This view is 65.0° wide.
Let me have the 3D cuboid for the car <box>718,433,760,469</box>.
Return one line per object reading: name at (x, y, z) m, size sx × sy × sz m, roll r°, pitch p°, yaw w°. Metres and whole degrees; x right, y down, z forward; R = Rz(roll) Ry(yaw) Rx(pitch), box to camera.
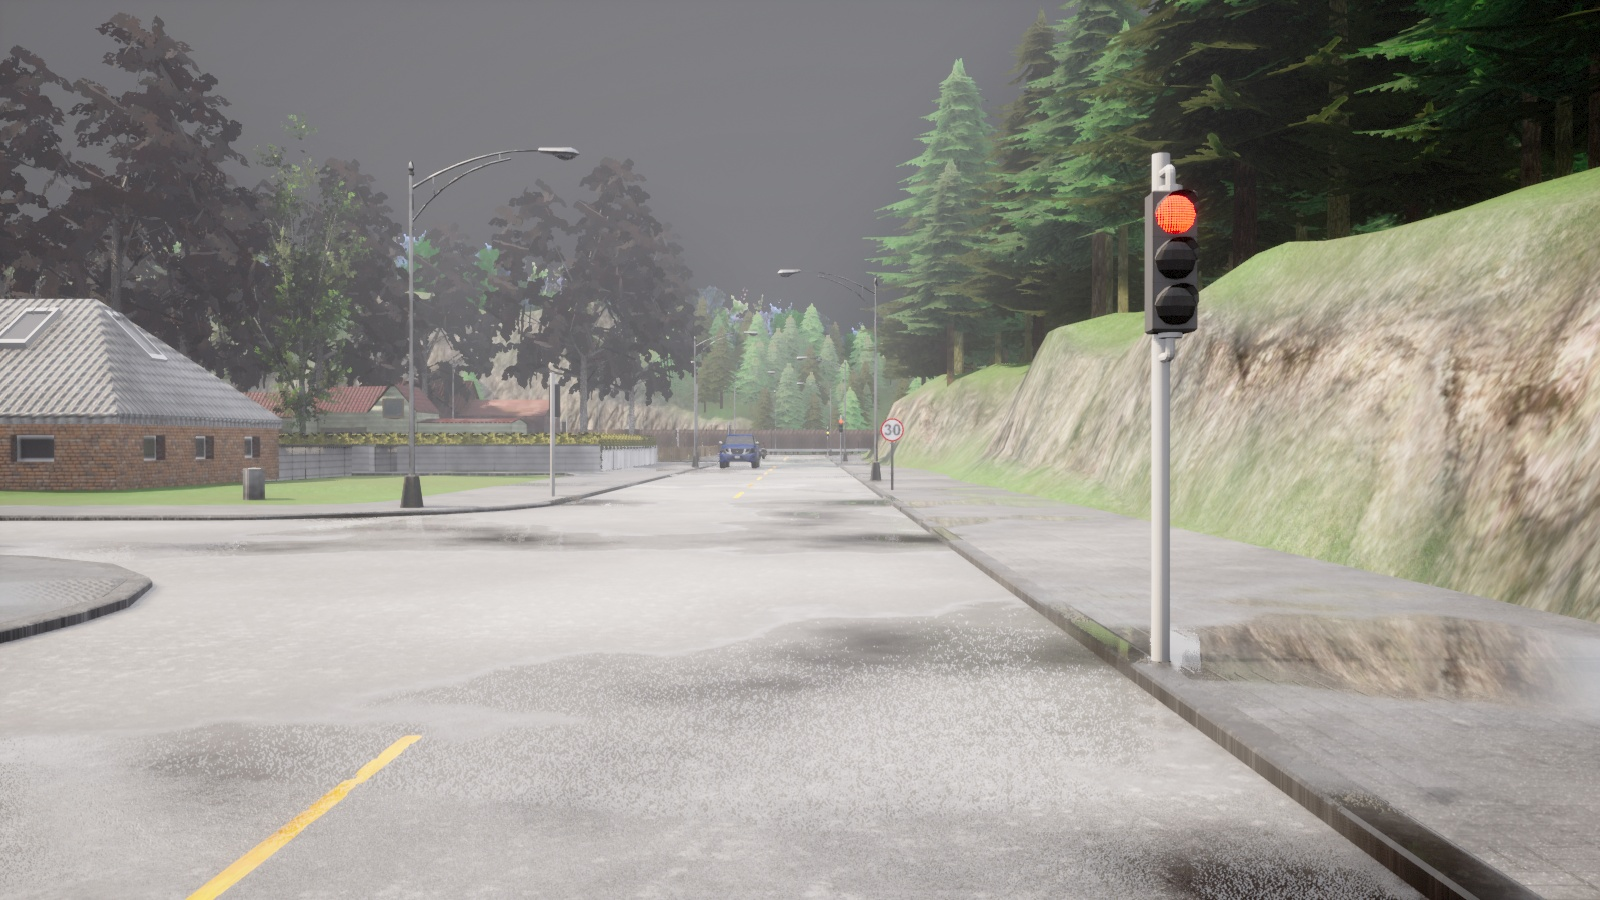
car at (-3.554, 0.042, 74.487) m, size 2.150 × 2.045 × 5.566 m, roll 0°, pitch 0°, yaw 1°
